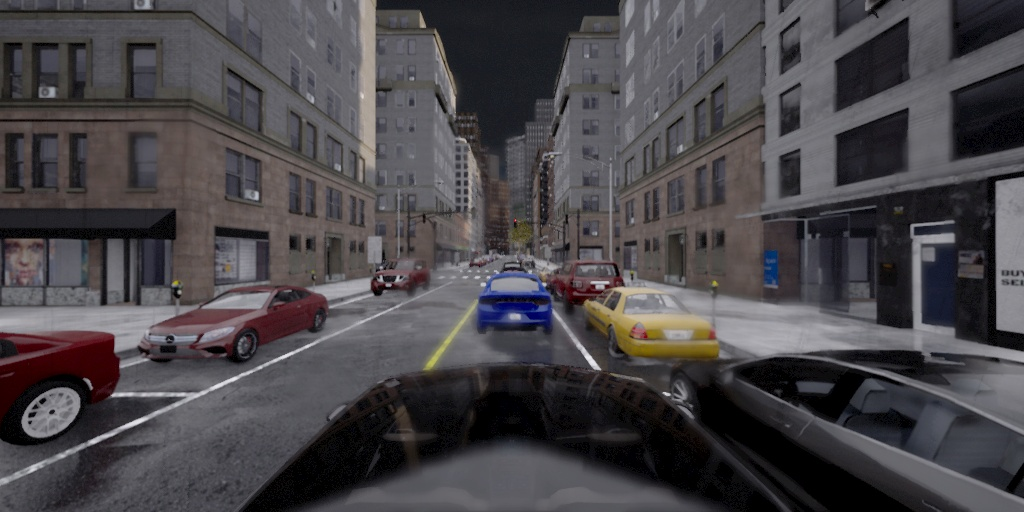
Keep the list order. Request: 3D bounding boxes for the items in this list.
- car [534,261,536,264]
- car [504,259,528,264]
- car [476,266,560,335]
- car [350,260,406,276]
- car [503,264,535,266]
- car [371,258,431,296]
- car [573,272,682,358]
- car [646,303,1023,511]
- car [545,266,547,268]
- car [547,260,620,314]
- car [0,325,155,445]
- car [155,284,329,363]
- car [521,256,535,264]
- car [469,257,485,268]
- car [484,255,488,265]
[{"bbox_3d":[2.769,1.237,24.930,1.751,1.417,4.829,0,0,0],"label":"car"},{"bbox_3d":[0.054,1.209,27.180,1.837,1.490,4.892,0,0,0],"label":"car"},{"bbox_3d":[0.055,1.220,10.560,1.882,1.535,5.008,0,0,-1],"label":"car"},{"bbox_3d":[-13.538,1.167,36.444,4.902,1.511,2.128,0,0,4],"label":"car"},{"bbox_3d":[0.098,1.292,18.267,1.994,1.385,4.181,0,0,0],"label":"car"},{"bbox_3d":[-5.758,1.041,19.216,2.192,1.841,5.009,0,0,0],"label":"car"},{"bbox_3d":[2.764,1.270,8.270,1.751,1.417,4.829,0,0,0],"label":"car"},{"bbox_3d":[2.762,1.316,2.548,1.948,1.339,4.313,0,0,0],"label":"car"},{"bbox_3d":[2.768,1.308,19.206,1.802,1.307,4.207,0,0,0],"label":"car"},{"bbox_3d":[2.766,1.052,13.655,2.192,1.841,5.009,0,0,0],"label":"car"},{"bbox_3d":[-5.763,1.295,2.557,1.888,1.381,4.507,0,0,0],"label":"car"},{"bbox_3d":[-5.761,1.327,8.109,1.802,1.307,4.207,0,0,0],"label":"car"},{"bbox_3d":[2.779,1.118,56.866,2.007,1.370,4.403,0,0,0],"label":"car"},{"bbox_3d":[-5.747,1.112,56.876,1.888,1.381,4.507,0,0,0],"label":"car"},{"bbox_3d":[-5.745,0.974,62.301,1.967,1.591,4.097,0,0,0],"label":"car"}]
